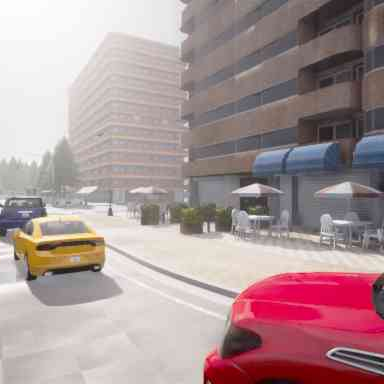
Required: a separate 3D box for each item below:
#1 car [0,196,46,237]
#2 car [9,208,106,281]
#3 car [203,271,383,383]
[{"bbox_3d":[-9.380,1.221,18.540,2.150,2.045,5.566,0,0,-29],"label":"car"},{"bbox_3d":[-4.196,1.478,10.117,1.882,1.535,5.008,0,0,-33],"label":"car"},{"bbox_3d":[2.786,1.222,2.135,5.566,2.045,2.150,0,0,33],"label":"car"}]
